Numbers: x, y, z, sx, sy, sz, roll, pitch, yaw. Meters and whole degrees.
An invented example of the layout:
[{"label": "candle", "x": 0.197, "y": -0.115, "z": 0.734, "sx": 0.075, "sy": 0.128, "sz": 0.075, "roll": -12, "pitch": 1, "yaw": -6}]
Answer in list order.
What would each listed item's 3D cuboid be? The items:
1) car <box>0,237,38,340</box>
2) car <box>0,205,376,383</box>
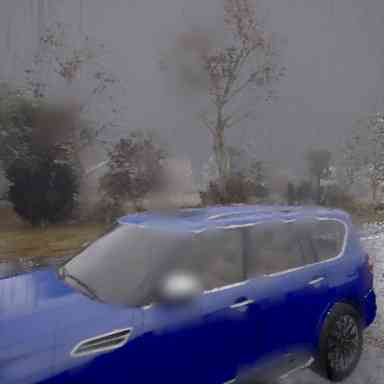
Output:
[{"label": "car", "x": -4.940, "y": 1.592, "z": 4.736, "sx": 4.718, "sy": 1.301, "sz": 1.895, "roll": 0, "pitch": 0, "yaw": -36}, {"label": "car", "x": -0.053, "y": 1.216, "z": 3.921, "sx": 5.566, "sy": 2.045, "sz": 2.150, "roll": 0, "pitch": 0, "yaw": -35}]
